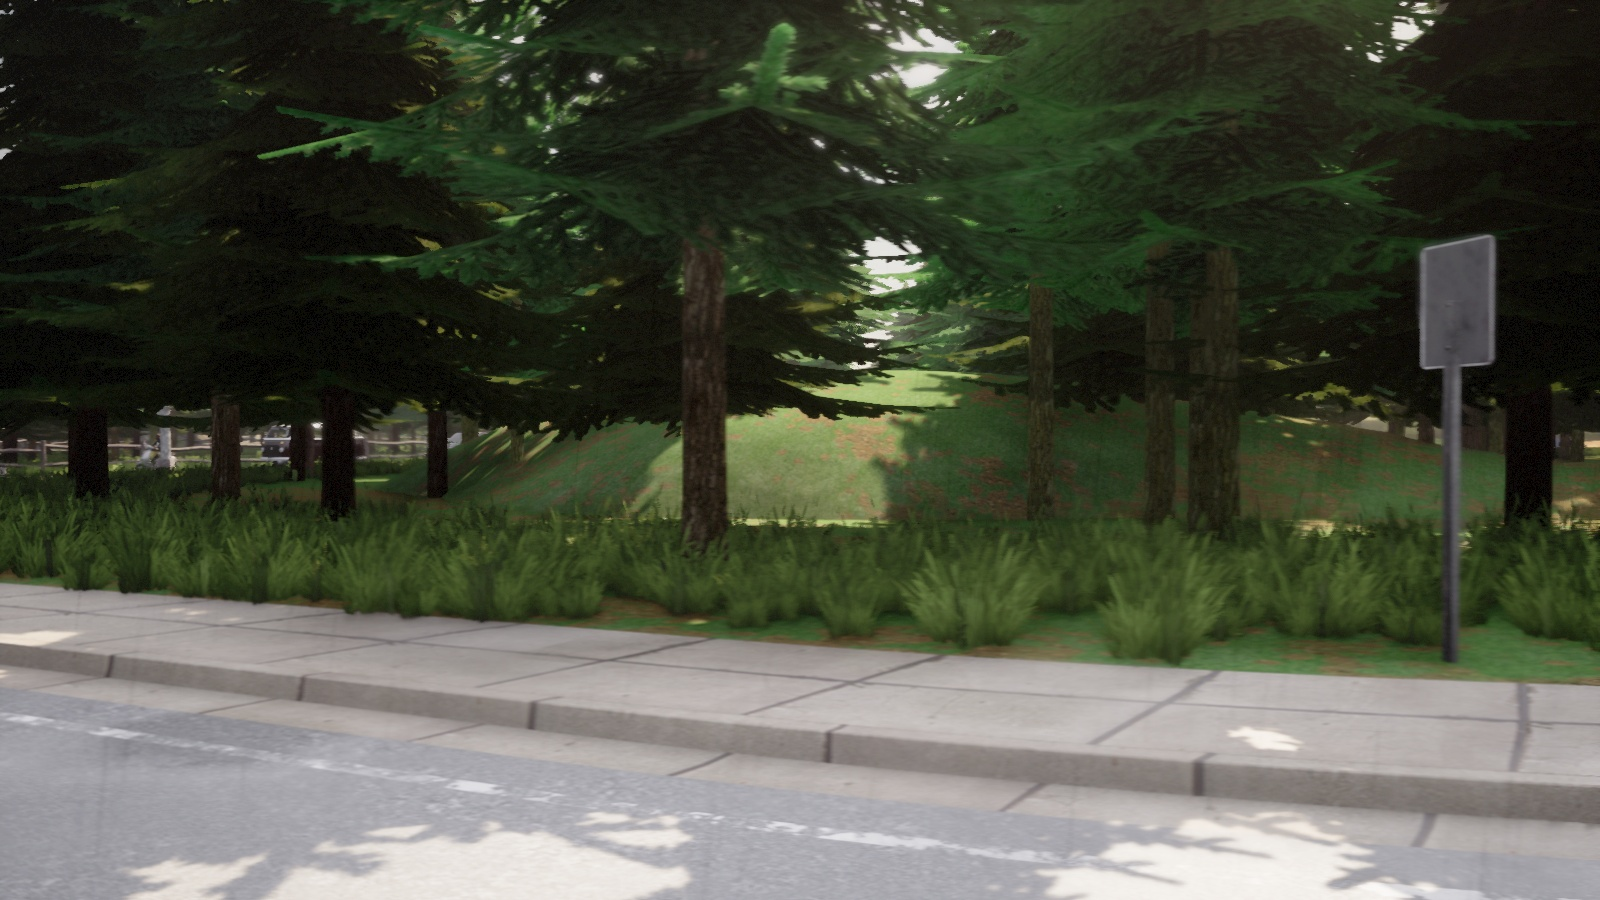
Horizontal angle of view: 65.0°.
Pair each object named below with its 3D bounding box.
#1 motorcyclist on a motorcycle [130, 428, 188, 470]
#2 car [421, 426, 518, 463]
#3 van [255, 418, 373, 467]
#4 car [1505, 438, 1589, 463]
[{"bbox_3d":[-24.750,-0.035,48.478,0.866,1.590,1.817,1,1,28],"label":"motorcyclist on a motorcycle"},{"bbox_3d":[-16.521,-0.308,62.964,2.097,1.767,4.553,1,1,30],"label":"car"},{"bbox_3d":[-21.155,-0.343,54.848,2.069,2.038,4.480,1,1,30],"label":"van"},{"bbox_3d":[44.255,0.010,74.519,4.181,1.385,1.994,1,1,28],"label":"car"}]
